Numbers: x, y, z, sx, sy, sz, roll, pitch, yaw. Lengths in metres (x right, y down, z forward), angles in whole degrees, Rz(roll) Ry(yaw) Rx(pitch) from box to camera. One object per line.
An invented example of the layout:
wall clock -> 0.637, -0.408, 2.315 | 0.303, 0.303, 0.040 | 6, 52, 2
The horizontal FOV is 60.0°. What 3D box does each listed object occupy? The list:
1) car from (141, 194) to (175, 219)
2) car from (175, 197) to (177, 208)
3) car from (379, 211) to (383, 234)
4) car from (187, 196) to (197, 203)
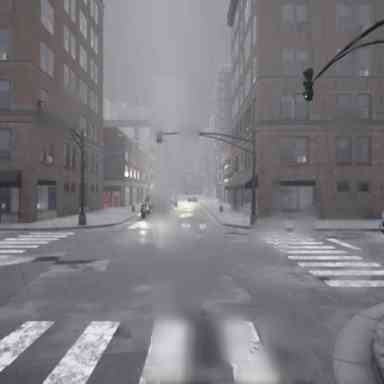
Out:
car -> -3.100, 1.223, 29.712 | 2.150, 2.045, 5.566 | 0, 0, 2
car -> -3.120, 1.528, 39.385 | 1.812, 1.442, 4.674 | 0, 0, 0
car -> 11.041, 1.611, 14.610 | 4.718, 1.301, 1.895 | 0, 0, 2
car -> 0.071, 1.488, 69.960 | 2.128, 1.511, 4.902 | 0, 0, 0
